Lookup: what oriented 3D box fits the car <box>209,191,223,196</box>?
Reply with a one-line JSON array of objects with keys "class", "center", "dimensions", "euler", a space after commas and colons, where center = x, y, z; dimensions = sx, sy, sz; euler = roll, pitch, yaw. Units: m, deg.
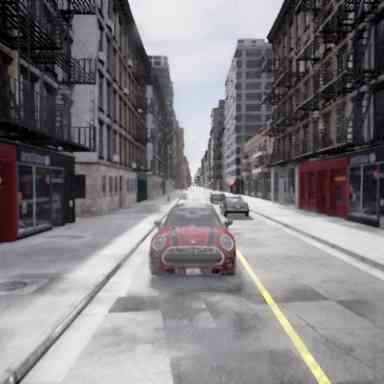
[{"class": "car", "center": [3.203, 0.602, 42.430], "dimensions": [2.128, 1.511, 4.902], "euler": [0, 1, 1]}]

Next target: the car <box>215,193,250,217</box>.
[{"class": "car", "center": [3.131, 1.026, 25.065], "dimensions": [2.033, 1.411, 5.357], "euler": [0, 1, 0]}]

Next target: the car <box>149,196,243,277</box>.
[{"class": "car", "center": [0.026, 1.153, 9.668], "dimensions": [2.097, 1.767, 4.553], "euler": [0, 1, 0]}]
